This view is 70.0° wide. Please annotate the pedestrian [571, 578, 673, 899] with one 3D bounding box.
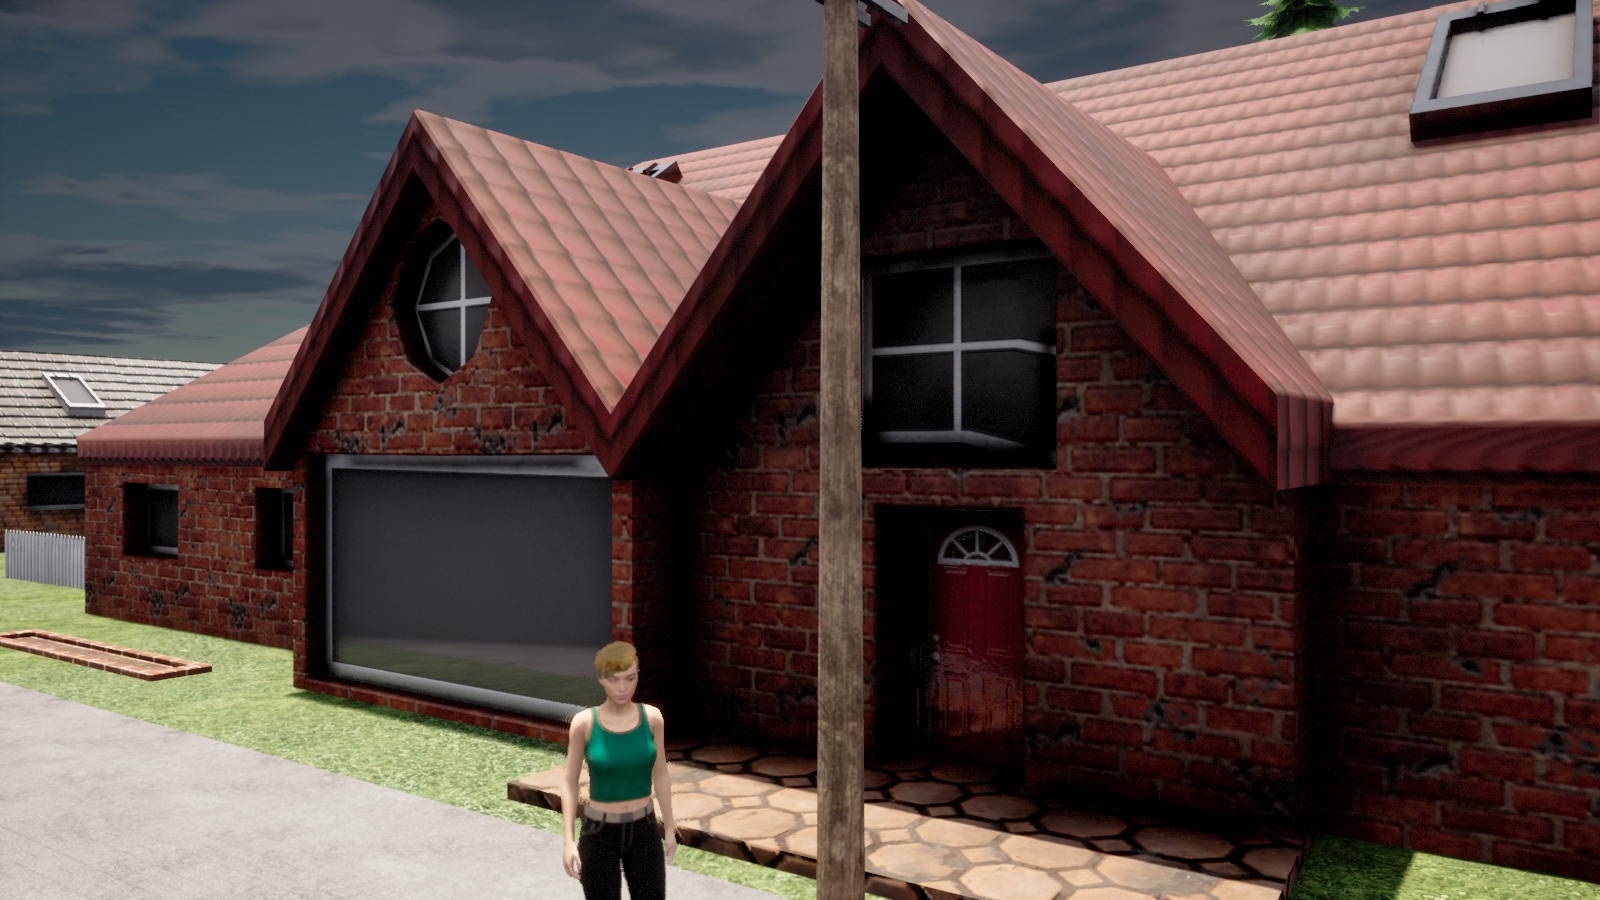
[{"bbox_3d":[-0.789,1.524,5.041,0.375,1.860,0.375,0,0,-21],"label":"pedestrian"}]
